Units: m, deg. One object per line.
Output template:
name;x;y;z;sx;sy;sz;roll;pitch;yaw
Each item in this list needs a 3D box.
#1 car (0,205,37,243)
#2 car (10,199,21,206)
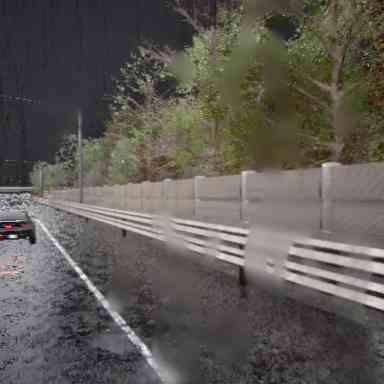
car;-8.636;1.621;16.044;1.837;1.490;4.892;-1;0;-28
car;-34.144;2.041;64.386;1.812;1.442;4.674;-1;0;-28
